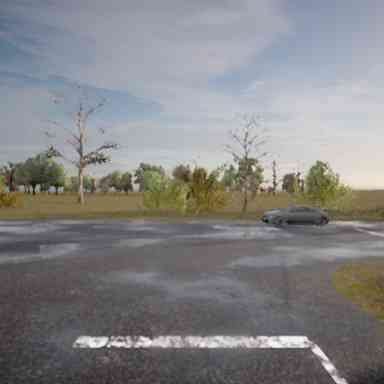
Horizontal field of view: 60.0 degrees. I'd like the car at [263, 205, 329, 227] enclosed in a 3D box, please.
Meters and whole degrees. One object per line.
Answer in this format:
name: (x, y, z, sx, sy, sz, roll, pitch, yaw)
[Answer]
car: (6.832, 1.588, 22.119, 4.181, 1.385, 1.994, 0, 0, -1)
